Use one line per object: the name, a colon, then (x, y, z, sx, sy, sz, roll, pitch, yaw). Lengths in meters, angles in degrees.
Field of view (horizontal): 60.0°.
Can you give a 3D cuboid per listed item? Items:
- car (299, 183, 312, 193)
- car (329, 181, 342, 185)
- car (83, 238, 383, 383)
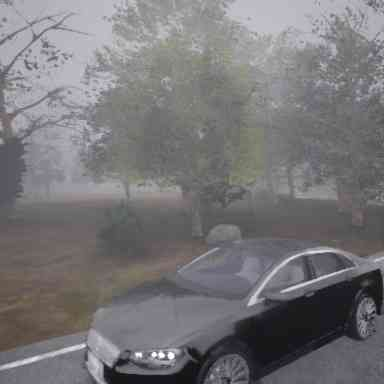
car: (20.467, -0.934, 60.330, 2.097, 1.767, 4.553, -3, 3, 16)
car: (32.157, -2.219, 72.858, 4.181, 1.385, 1.994, -4, 3, -20)
car: (0.969, 1.495, 4.859, 4.902, 1.511, 2.128, 0, 0, -37)
